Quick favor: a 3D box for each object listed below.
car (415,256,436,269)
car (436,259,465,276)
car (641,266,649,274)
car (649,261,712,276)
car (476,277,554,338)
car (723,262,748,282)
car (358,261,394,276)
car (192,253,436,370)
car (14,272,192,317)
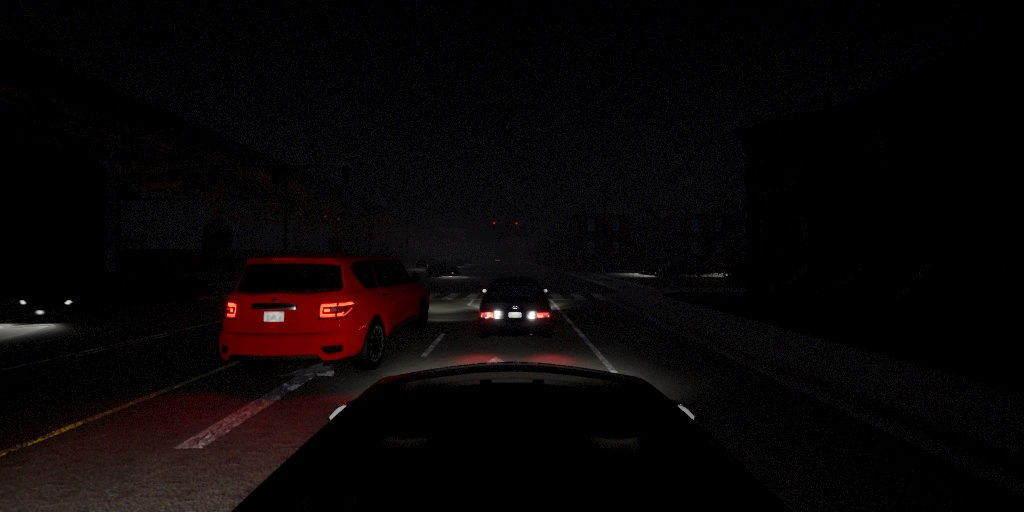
[{"bbox_3d":[-14.072,0.969,58.749,2.150,2.045,5.566,0,0,1],"label":"car"},{"bbox_3d":[-7.233,1.297,37.127,2.033,1.411,5.357,0,0,-33],"label":"car"},{"bbox_3d":[17.107,1.297,39.369,5.357,1.411,2.033,0,0,2],"label":"car"},{"bbox_3d":[17.001,1.297,35.885,5.357,1.411,2.033,0,0,0],"label":"car"},{"bbox_3d":[0.084,1.297,10.125,2.033,1.411,5.357,0,0,0],"label":"car"},{"bbox_3d":[19.614,1.255,28.709,4.892,1.490,1.837,0,0,0],"label":"car"},{"bbox_3d":[-14.097,1.255,37.456,1.837,1.490,4.892,0,0,0],"label":"car"},{"bbox_3d":[-3.425,0.971,7.872,2.150,2.045,5.566,0,0,0],"label":"car"},{"bbox_3d":[-14.099,1.297,13.363,2.033,1.411,5.357,0,0,0],"label":"car"}]
